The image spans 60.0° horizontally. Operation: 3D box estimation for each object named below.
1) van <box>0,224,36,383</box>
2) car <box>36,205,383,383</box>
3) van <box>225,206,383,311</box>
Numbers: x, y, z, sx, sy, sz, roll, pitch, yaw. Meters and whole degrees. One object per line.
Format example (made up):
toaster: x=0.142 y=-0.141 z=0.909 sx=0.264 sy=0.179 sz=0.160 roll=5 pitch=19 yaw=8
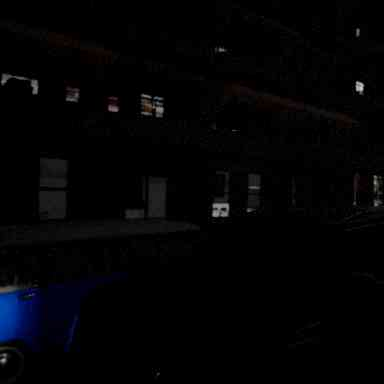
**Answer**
van: x=-1.612 y=1.340 z=4.920 sx=3.998 sy=1.788 sz=1.690 roll=0 pitch=2 yaw=-35
car: x=1.363 y=1.219 z=4.043 sx=5.566 sy=2.045 sz=2.150 roll=0 pitch=0 yaw=-35
van: x=2.891 y=1.337 z=8.133 sx=3.998 sy=1.788 sz=1.690 roll=0 pitch=1 yaw=-35
